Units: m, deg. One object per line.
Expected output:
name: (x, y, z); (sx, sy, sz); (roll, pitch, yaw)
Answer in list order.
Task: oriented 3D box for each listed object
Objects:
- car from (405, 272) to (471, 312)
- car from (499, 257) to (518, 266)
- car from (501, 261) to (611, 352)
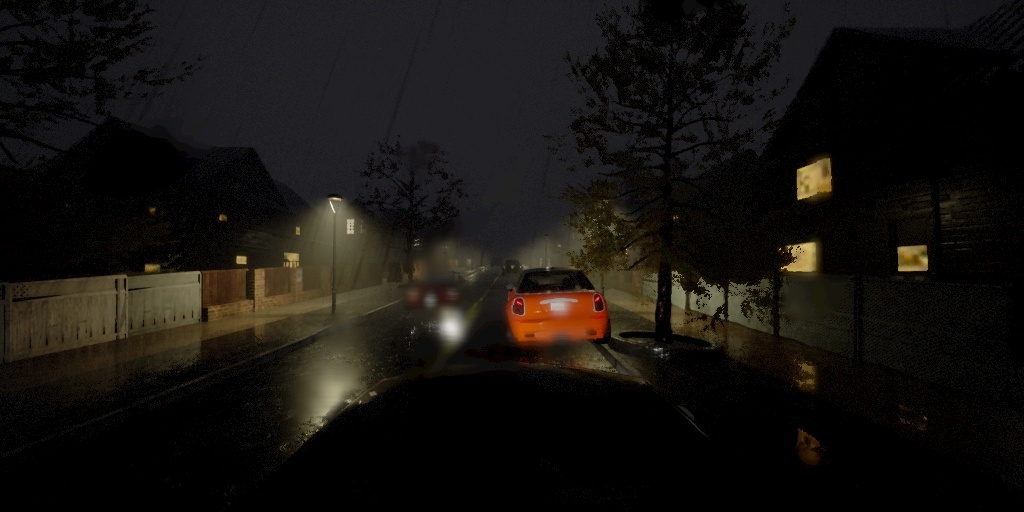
car: (-2.757, 1.330, 14.152); (1.994, 1.385, 4.181); (0, 0, 0)
car: (0.053, 1.163, 37.944); (2.097, 1.767, 4.553); (0, 0, 0)
car: (0.919, 1.060, 9.113); (2.097, 1.767, 4.553); (-3, -1, 0)
